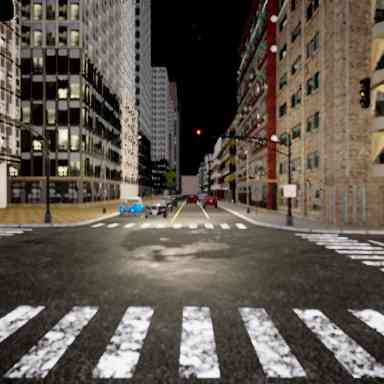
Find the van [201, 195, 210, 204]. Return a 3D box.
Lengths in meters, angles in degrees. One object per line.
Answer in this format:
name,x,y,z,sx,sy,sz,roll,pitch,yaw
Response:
van,2.583,1.423,64.653,1.690,1.788,3.998,0,0,0

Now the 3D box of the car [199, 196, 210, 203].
car,2.574,1.642,70.203,2.008,1.369,4.403,0,0,0

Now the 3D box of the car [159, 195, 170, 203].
car,-5.806,1.532,70.189,1.967,1.590,4.097,0,0,0

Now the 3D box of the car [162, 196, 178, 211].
car,-3.154,1.537,39.726,2.128,1.511,4.902,0,0,0

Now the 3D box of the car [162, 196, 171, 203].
car,-5.815,1.627,75.569,1.752,1.417,4.829,0,0,0

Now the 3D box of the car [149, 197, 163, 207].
car,-5.779,1.591,53.366,1.752,1.417,4.829,0,0,0

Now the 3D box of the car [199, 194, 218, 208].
car,2.610,1.372,48.001,2.192,1.841,5.009,0,0,0

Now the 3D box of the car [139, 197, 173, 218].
car,-3.147,1.524,30.266,2.128,1.511,4.902,0,0,0

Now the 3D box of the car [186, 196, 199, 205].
car,-0.096,1.553,60.421,1.882,1.535,5.008,0,0,0

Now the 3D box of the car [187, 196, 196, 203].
car,-0.114,1.538,70.873,1.895,1.301,4.718,0,0,0

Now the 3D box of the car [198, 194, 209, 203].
car,2.564,1.416,75.754,2.192,1.841,5.009,0,0,0

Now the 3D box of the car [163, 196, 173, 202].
car,-5.824,1.663,81.291,2.008,1.369,4.403,0,0,0

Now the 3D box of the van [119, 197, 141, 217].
van,-5.743,1.376,31.333,1.690,1.788,3.998,0,0,0
